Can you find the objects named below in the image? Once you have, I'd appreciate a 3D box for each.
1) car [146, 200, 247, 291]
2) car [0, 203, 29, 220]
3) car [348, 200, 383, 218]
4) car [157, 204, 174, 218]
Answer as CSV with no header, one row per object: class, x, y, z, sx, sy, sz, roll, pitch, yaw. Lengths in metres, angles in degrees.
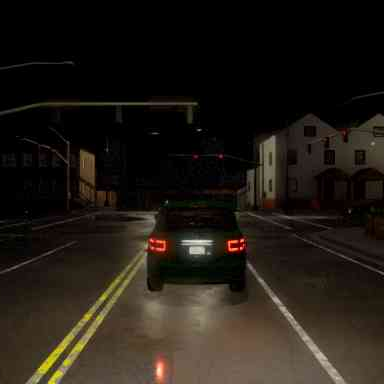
car,0.098,1.221,9.109,2.150,2.045,5.566,0,0,0
car,-17.077,1.743,29.346,4.902,1.511,2.128,-5,0,-1
car,16.588,1.492,29.823,4.902,1.511,2.128,0,0,-1
car,-3.555,2.597,45.382,1.812,1.442,4.674,0,-9,0
